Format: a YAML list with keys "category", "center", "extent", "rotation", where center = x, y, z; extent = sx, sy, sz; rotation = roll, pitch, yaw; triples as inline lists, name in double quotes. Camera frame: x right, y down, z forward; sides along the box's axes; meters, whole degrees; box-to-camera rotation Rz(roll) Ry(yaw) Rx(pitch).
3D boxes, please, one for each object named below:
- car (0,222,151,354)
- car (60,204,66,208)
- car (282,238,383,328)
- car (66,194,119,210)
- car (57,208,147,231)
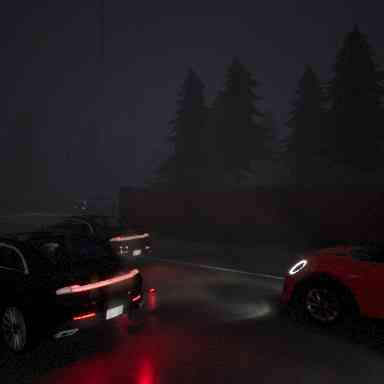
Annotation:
- category: "car"
  center: [-3.061, 1.492, 6.147]
  extent: [4.902, 1.511, 2.128]
  rotation: [0, 0, 36]
- category: "car"
  center: [-12.947, 1.601, 39.131]
  extent: [1.895, 1.301, 4.718]
  rotation: [0, 0, 35]
- category: "car"
  center: [3.885, 1.352, 5.521]
  extent: [4.553, 1.767, 2.097]
  rotation: [0, 0, 36]
- category: "car"
  center: [-10.527, 1.221, 36.578]
  extent: [2.150, 2.045, 5.566]
  rotation: [0, 0, 32]
- category: "car"
  center: [-3.496, 1.492, 10.801]
  extent: [4.902, 1.511, 2.128]
  rotation: [0, 0, 37]
